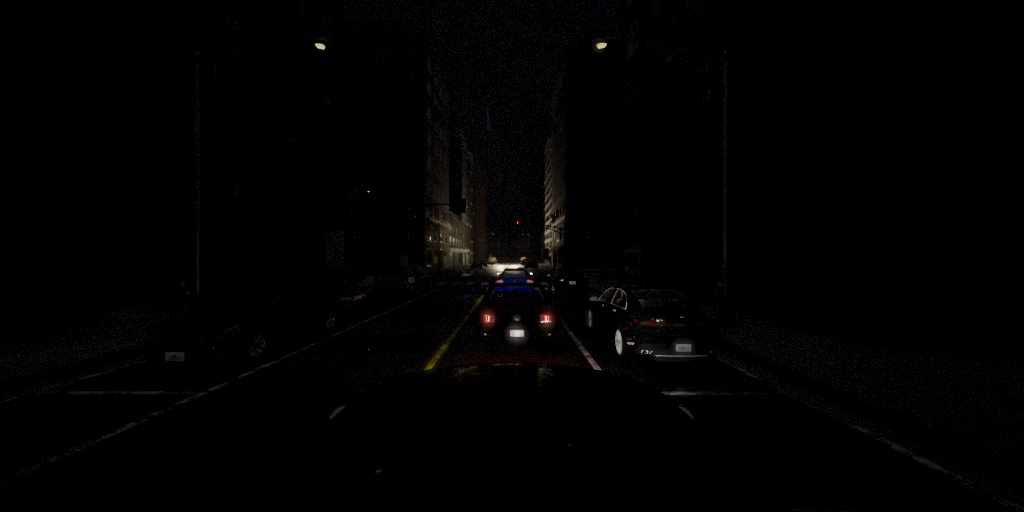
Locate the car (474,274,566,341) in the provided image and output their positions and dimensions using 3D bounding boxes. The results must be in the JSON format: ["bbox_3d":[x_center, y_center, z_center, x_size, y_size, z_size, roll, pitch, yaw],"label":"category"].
[{"bbox_3d":[0.118,1.351,9.797,1.895,1.301,4.718,0,0,0],"label":"car"}]

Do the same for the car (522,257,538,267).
[{"bbox_3d":[3.048,1.226,56.264,1.967,1.591,4.097,0,0,0],"label":"car"}]

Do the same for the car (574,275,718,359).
[{"bbox_3d":[2.875,1.300,8.172,2.007,1.370,4.403,0,0,0],"label":"car"}]

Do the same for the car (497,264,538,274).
[{"bbox_3d":[0.145,1.315,18.556,1.994,1.385,4.181,0,0,1],"label":"car"}]

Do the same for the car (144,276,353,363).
[{"bbox_3d":[-5.650,1.315,8.197,1.948,1.339,4.313,0,0,0],"label":"car"}]

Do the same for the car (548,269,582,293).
[{"bbox_3d":[2.907,1.316,19.175,1.948,1.339,4.313,0,0,0],"label":"car"}]

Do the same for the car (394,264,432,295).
[{"bbox_3d":[-5.619,1.190,19.200,1.967,1.591,4.097,0,0,0],"label":"car"}]

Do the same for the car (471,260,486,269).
[{"bbox_3d":[-5.477,1.368,56.301,1.802,1.307,4.207,0,0,0],"label":"car"}]

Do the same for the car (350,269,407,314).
[{"bbox_3d":[-5.635,1.332,13.698,1.802,1.307,4.207,0,0,0],"label":"car"}]
